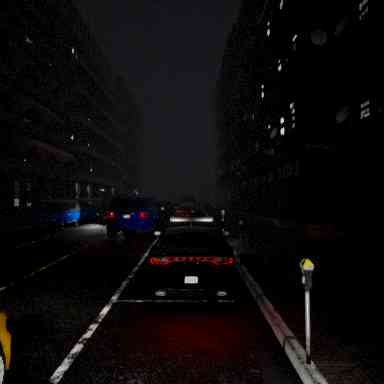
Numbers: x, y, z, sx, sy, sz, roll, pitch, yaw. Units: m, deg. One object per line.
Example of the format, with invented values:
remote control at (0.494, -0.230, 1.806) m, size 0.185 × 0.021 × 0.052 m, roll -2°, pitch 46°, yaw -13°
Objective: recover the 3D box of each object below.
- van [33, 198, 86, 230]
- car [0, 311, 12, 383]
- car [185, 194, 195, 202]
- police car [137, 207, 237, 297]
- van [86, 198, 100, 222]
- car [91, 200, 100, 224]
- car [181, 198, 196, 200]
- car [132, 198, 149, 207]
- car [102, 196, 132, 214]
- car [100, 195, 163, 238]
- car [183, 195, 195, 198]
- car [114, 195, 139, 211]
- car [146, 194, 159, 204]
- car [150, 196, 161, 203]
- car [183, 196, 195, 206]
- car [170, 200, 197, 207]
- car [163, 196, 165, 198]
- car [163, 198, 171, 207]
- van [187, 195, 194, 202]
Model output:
van at (-8.312, 1.358, 20.753) m, size 1.690 × 1.788 × 3.998 m, roll 2°, pitch 0°, yaw 0°
car at (-2.926, 1.478, 1.680) m, size 1.882 × 1.535 × 5.008 m, roll 0°, pitch 0°, yaw 0°
car at (-0.472, 1.521, 81.536) m, size 2.192 × 1.841 × 5.009 m, roll 1°, pitch 0°, yaw 0°
police car at (-0.012, 1.430, 8.763) m, size 1.930 × 1.638 × 5.238 m, roll 0°, pitch 0°, yaw 0°
van at (-8.313, 1.368, 26.285) m, size 1.690 × 1.788 × 3.998 m, roll 1°, pitch 0°, yaw 0°
car at (-5.869, 1.550, 25.164) m, size 1.812 × 1.442 × 4.674 m, roll 0°, pitch 0°, yaw 0°
car at (-0.438, 1.582, 31.754) m, size 1.887 × 1.381 × 4.507 m, roll 1°, pitch 0°, yaw 0°
car at (-8.321, 1.660, 53.938) m, size 1.947 × 1.339 × 4.313 m, roll 1°, pitch 0°, yaw 0°
car at (-8.313, 1.365, 37.346) m, size 2.192 × 1.841 × 5.009 m, roll 1°, pitch 0°, yaw 0°
car at (-3.021, 1.234, 18.044) m, size 2.150 × 2.045 × 5.566 m, roll 0°, pitch 0°, yaw 0°
car at (-0.428, 1.490, 37.286) m, size 1.967 × 1.590 × 4.097 m, roll 1°, pitch 0°, yaw 0°
car at (-8.313, 1.379, 42.876) m, size 2.192 × 1.841 × 5.009 m, roll 1°, pitch 0°, yaw 0°
car at (-8.316, 1.470, 70.528) m, size 2.192 × 1.841 × 5.009 m, roll 1°, pitch 0°, yaw 0°
car at (-8.323, 1.725, 76.059) m, size 1.887 × 1.381 × 4.507 m, roll 1°, pitch 0°, yaw 0°
car at (-0.472, 1.553, 59.411) m, size 1.967 × 1.590 × 4.097 m, roll 1°, pitch 0°, yaw 0°
car at (-0.437, 1.572, 26.224) m, size 1.887 × 1.381 × 4.507 m, roll 1°, pitch 0°, yaw 0°
car at (-8.325, 1.846, 92.652) m, size 1.802 × 1.307 × 4.206 m, roll 1°, pitch 0°, yaw 0°
car at (-2.926, 1.609, 34.956) m, size 1.994 × 1.385 × 4.181 m, roll 0°, pitch 0°, yaw 0°
van at (-0.473, 1.575, 87.068) m, size 1.690 × 1.788 × 3.998 m, roll 1°, pitch 0°, yaw 0°
